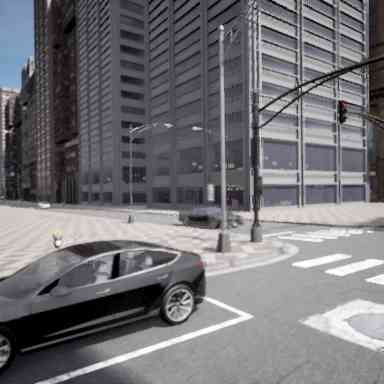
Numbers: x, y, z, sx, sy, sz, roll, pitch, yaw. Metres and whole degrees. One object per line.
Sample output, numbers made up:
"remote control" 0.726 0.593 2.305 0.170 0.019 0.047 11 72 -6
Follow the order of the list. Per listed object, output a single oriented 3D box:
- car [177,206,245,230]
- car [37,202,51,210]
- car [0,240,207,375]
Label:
"car" 1.086 1.645 22.298 2.033 1.411 5.357 -1 0 -35
"car" -29.028 2.636 64.982 1.812 1.442 4.674 -1 0 -35
"car" -1.716 1.538 5.423 4.313 1.339 1.947 -1 1 -35
